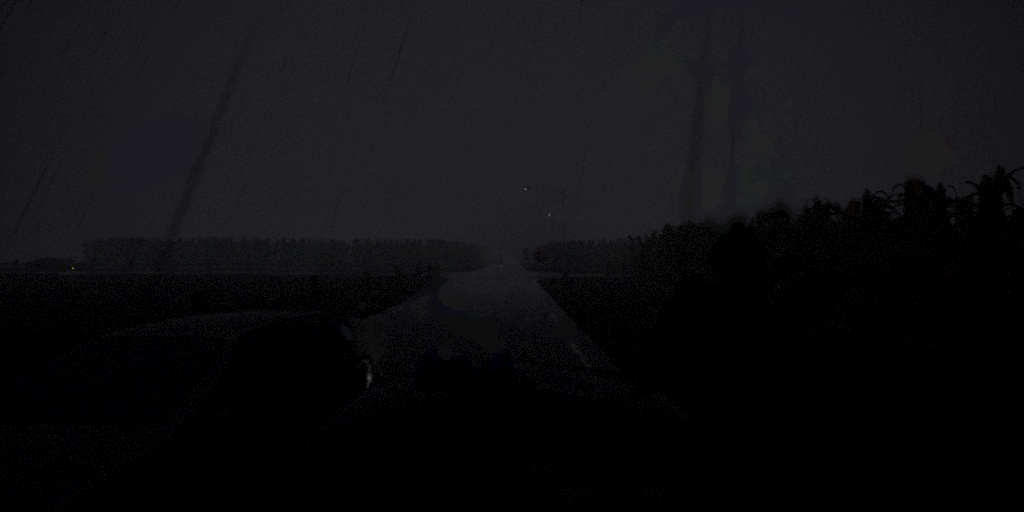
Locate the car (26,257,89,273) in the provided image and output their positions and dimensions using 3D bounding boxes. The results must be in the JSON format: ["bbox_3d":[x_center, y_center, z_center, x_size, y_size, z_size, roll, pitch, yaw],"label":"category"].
[{"bbox_3d":[-45.723,0.887,36.128,4.892,1.490,1.837,0,0,1],"label":"car"}]

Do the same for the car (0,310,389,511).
[{"bbox_3d":[-2.850,1.294,3.391,2.033,1.411,5.357,0,0,0],"label":"car"}]
